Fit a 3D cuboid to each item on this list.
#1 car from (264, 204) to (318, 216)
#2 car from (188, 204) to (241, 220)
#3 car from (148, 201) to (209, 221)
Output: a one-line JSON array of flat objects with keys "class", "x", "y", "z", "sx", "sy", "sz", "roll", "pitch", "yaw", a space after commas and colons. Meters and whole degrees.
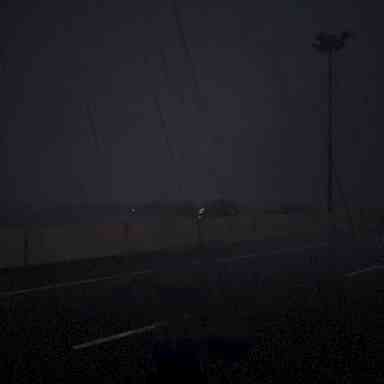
[{"class": "car", "x": 8.189, "y": 1.663, "z": 27.126, "sx": 5.357, "sy": 1.411, "sz": 2.033, "roll": 0, "pitch": 0, "yaw": -35}, {"class": "car", "x": 1.771, "y": 1.440, "z": 26.838, "sx": 4.553, "sy": 1.767, "sz": 2.097, "roll": 0, "pitch": 0, "yaw": -36}, {"class": "car", "x": -1.136, "y": 1.578, "z": 29.060, "sx": 4.902, "sy": 1.511, "sz": 2.128, "roll": 0, "pitch": 0, "yaw": -36}]
